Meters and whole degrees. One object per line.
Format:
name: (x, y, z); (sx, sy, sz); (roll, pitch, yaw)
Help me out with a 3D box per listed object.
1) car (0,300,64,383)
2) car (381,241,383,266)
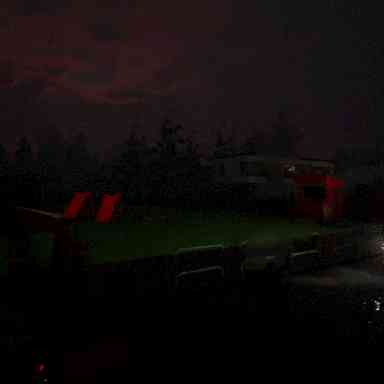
car: (-3.690, 1.550, 1.989); (5.357, 1.411, 2.033); (0, 0, -35)
car: (7.522, 1.462, 9.828); (5.008, 1.535, 1.882); (0, 0, -35)
